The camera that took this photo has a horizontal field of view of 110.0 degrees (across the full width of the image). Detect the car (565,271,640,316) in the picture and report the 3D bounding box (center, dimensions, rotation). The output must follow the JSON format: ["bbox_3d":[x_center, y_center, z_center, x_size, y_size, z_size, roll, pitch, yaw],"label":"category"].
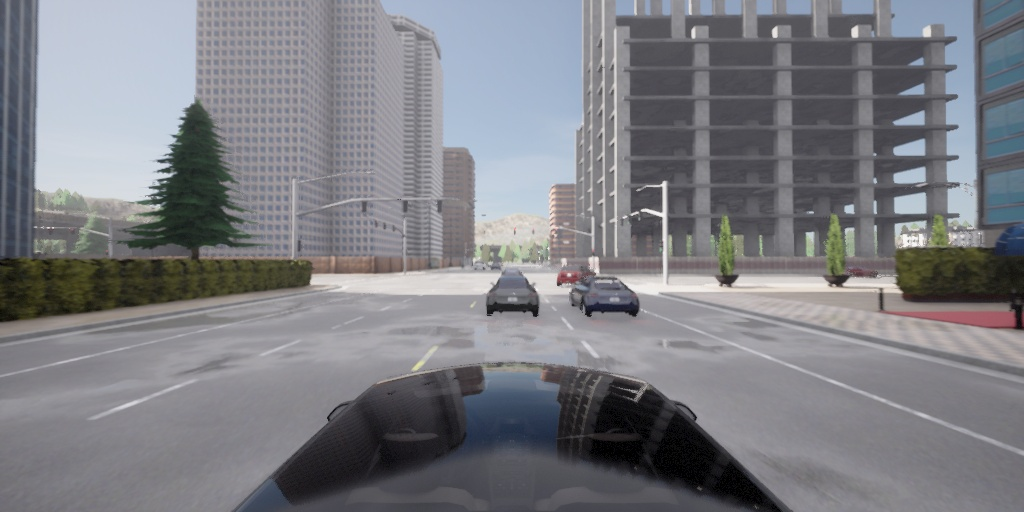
[{"bbox_3d":[3.541,1.491,14.315,1.994,1.385,4.181,0,-1,1],"label":"car"}]

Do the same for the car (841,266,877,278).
[{"bbox_3d":[40.388,1.884,42.379,4.181,1.385,1.994,0,-1,1],"label":"car"}]

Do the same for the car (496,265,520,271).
[{"bbox_3d":[-0.011,1.700,29.240,1.994,1.385,4.181,0,-1,0],"label":"car"}]

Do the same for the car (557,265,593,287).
[{"bbox_3d":[5.282,1.477,28.532,2.097,1.767,4.553,0,-1,29],"label":"car"}]

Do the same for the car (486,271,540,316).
[{"bbox_3d":[0.040,1.491,14.351,1.994,1.385,4.181,0,-1,1],"label":"car"}]
